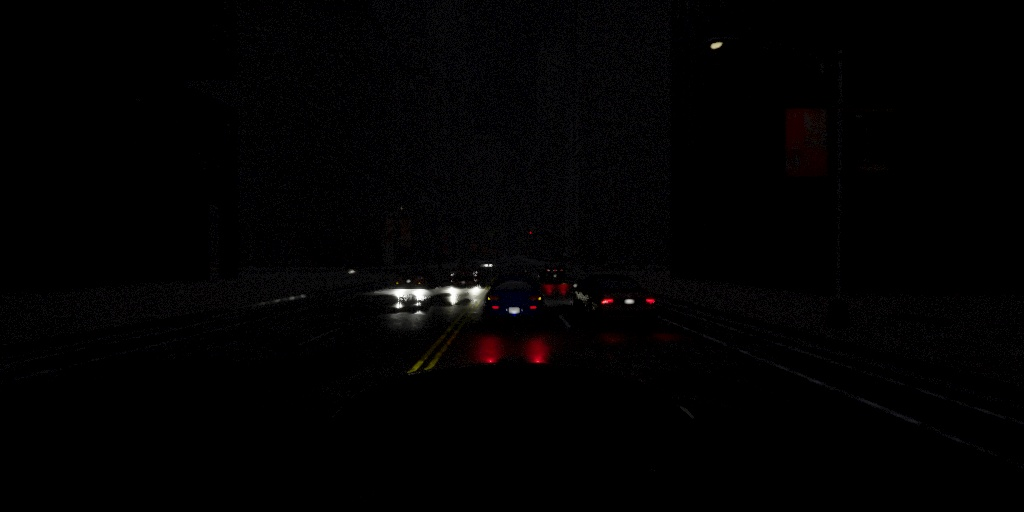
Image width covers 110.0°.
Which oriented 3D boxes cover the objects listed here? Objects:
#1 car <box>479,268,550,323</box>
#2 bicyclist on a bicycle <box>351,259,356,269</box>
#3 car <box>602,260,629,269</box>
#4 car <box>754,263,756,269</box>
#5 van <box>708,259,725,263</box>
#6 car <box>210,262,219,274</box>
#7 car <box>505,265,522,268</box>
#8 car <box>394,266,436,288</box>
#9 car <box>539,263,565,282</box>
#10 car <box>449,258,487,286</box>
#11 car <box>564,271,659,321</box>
[{"bbox_3d":[0.084,1.322,12.152,1.812,1.442,4.674,0,0,1],"label":"car"},{"bbox_3d":[-25.759,1.248,58.231,0.582,1.620,1.656,0,1,0],"label":"bicyclist on a bicycle"},{"bbox_3d":[16.812,1.315,58.400,4.097,1.591,1.967,0,0,0],"label":"car"},{"bbox_3d":[33.069,1.527,49.745,4.207,1.307,1.802,0,0,0],"label":"car"},{"bbox_3d":[27.628,1.293,49.789,3.998,1.789,1.690,0,0,0],"label":"van"},{"bbox_3d":[-40.731,1.648,46.874,4.829,1.417,1.751,0,0,0],"label":"car"},{"bbox_3d":[0.127,1.404,27.596,2.033,1.411,5.357,0,0,0],"label":"car"},{"bbox_3d":[-6.539,1.411,24.628,1.994,1.385,4.181,0,0,0],"label":"car"},{"bbox_3d":[3.397,1.358,30.534,2.128,1.511,4.902,0,0,0],"label":"car"},{"bbox_3d":[-3.280,1.204,26.468,2.097,1.767,4.553,0,0,0],"label":"car"},{"bbox_3d":[3.340,1.346,12.628,2.033,1.411,5.357,0,0,1],"label":"car"}]
